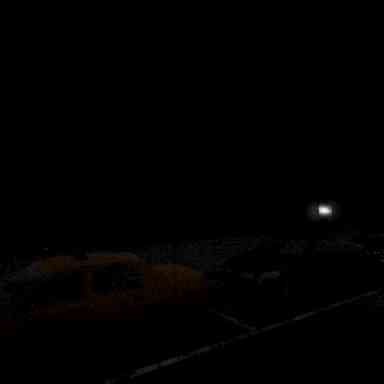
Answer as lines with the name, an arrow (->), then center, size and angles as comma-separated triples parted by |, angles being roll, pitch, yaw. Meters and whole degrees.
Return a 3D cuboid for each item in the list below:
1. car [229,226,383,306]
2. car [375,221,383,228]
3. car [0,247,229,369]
car -> 2.636, 1.619, 8.066 | 4.206, 1.307, 1.802 | 0, 0, -35
car -> 7.044, 1.617, 11.207 | 4.403, 1.369, 2.008 | 0, 0, -35
car -> -1.911, 1.531, 4.826 | 4.829, 1.417, 1.752 | 0, 0, -35
